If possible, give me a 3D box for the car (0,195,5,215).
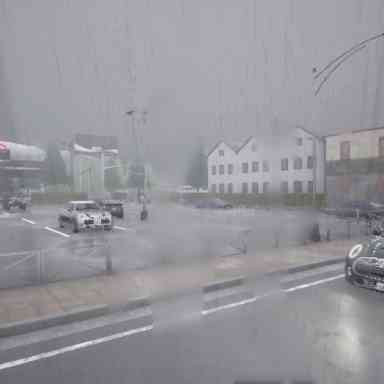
[{"bbox_3d":[-18.283,1.113,29.585,1.932,1.855,4.605,0,0,-36],"label":"car"}]

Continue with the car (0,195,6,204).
[{"bbox_3d":[-39.548,1.495,65.854,4.611,1.667,2.242,0,0,-36],"label":"car"}]

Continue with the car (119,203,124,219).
[{"bbox_3d":[-6.810,1.313,25.488,2.007,1.523,4.514,0,0,-36],"label":"car"}]

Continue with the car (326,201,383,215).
[{"bbox_3d":[12.785,1.371,24.632,2.033,1.411,5.357,0,0,-38],"label":"car"}]

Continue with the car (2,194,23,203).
[{"bbox_3d":[-39.319,1.328,72.983,3.866,1.878,1.905,0,0,-36],"label":"car"}]

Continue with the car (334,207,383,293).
[{"bbox_3d":[5.740,1.352,8.093,4.553,1.767,2.097,0,0,-36],"label":"car"}]

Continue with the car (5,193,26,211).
[{"bbox_3d":[-20.193,1.092,37.895,1.905,1.878,3.866,0,0,-36],"label":"car"}]

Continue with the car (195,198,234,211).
[{"bbox_3d":[2.483,1.371,38.865,2.033,1.411,5.357,0,0,-35],"label":"car"}]

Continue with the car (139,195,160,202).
[{"bbox_3d":[-6.751,1.066,51.989,1.812,1.442,4.674,0,0,-35],"label":"car"}]

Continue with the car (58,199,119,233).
[{"bbox_3d":[-5.683,1.248,17.625,1.970,1.475,3.806,0,0,-36],"label":"car"}]
